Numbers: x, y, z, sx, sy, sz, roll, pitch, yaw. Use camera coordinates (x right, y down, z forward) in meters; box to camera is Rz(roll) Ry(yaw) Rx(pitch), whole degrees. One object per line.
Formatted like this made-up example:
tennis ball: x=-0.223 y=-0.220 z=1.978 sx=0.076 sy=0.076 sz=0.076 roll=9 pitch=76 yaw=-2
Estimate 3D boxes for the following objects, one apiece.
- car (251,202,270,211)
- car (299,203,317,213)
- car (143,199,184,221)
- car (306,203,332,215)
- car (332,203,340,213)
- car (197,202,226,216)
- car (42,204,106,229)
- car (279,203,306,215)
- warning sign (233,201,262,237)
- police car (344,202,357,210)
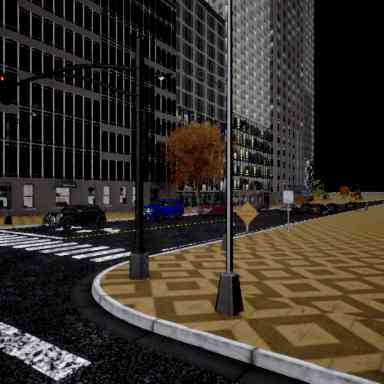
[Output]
car: x=10.964 y=2.279 z=54.063 sx=2.033 sy=1.411 sz=5.357 roll=0 pitch=-1 yaw=33
car: x=19.135 y=2.533 z=54.745 sx=1.837 sy=1.490 sz=4.892 roll=0 pitch=-1 yaw=33
car: x=-2.923 y=1.700 z=32.695 sx=2.150 sy=2.045 sz=5.566 roll=0 pitch=-1 yaw=33
car: x=17.691 y=2.398 z=46.317 sx=1.837 sy=1.490 sz=4.892 roll=0 pitch=-1 yaw=33
car: x=23.089 y=2.574 z=54.707 sx=1.837 sy=1.490 sz=4.892 roll=0 pitch=-1 yaw=33
car: x=2.565 y=2.012 z=41.200 sx=2.097 sy=1.767 sz=4.553 roll=0 pitch=-1 yaw=33
car: x=-8.455 y=1.648 z=24.110 sx=2.097 sy=1.767 sz=4.553 roll=0 pitch=-1 yaw=33
car: x=13.820 y=2.402 z=46.406 sx=2.033 sy=1.411 sz=5.357 roll=0 pitch=-1 yaw=33
warning sign: x=3.102 y=1.454 z=18.567 sx=1.300 sy=1.860 sz=1.060 roll=1 pitch=1 yaw=33
police car: x=31.505 y=2.738 z=65.842 sx=1.930 sy=1.638 sz=5.238 roll=0 pitch=-1 yaw=33
